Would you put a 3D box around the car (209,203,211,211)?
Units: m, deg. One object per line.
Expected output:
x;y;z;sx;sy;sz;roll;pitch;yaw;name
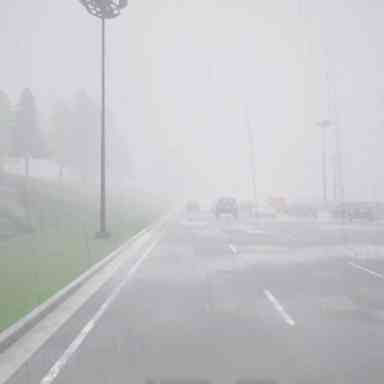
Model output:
3.483;1.945;45.090;1.812;1.442;4.674;0;0;0;car

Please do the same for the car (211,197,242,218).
3.498;1.544;34.667;2.150;2.045;5.566;0;-1;1;car

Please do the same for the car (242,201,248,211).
7.020;1.881;43.386;1.882;1.535;5.008;0;0;0;car

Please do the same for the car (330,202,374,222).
14.053;1.627;29.569;2.097;1.767;4.553;0;-1;0;car

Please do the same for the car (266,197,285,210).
10.519;1.618;42.478;2.150;2.045;5.566;0;0;0;car

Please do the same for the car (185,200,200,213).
0.040;1.951;43.339;2.033;1.411;5.357;0;-1;0;car

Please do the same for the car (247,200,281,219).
7.042;1.833;33.014;1.812;1.442;4.674;0;-1;0;car

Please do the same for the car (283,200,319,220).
10.548;1.802;31.929;1.837;1.490;4.892;0;-1;0;car

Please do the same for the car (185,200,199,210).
0.019;2.050;54.015;2.033;1.411;5.357;0;-1;-3;car
